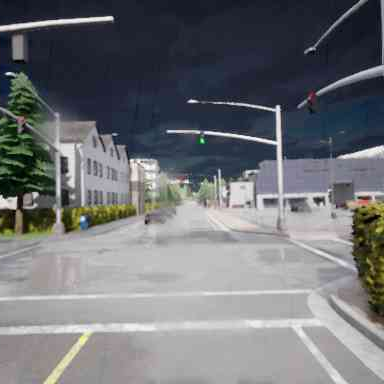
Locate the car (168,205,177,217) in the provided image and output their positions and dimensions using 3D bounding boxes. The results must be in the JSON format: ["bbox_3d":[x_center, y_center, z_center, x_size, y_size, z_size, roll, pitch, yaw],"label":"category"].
[{"bbox_3d":[-3.522,2.630,43.339,2.128,1.511,4.902,-1,-1,0],"label":"car"}]

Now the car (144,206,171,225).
[{"bbox_3d":[-3.552,2.423,33.045,2.033,1.411,5.357,-1,-1,0],"label":"car"}]

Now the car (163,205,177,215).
[{"bbox_3d":[-3.458,2.908,53.748,1.837,1.490,4.892,-1,-1,0],"label":"car"}]

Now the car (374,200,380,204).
[{"bbox_3d":[22.435,1.621,37.585,1.932,1.855,4.605,-1,-1,0],"label":"car"}]

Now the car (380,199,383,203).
[{"bbox_3d":[19.153,1.482,29.716,1.905,1.878,3.866,-1,-1,0],"label":"car"}]

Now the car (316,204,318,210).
[{"bbox_3d":[19.153,2.276,54.632,1.970,1.475,3.806,-1,-1,0],"label":"car"}]

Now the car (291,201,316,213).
[{"bbox_3d":[15.496,2.254,47.580,2.007,1.523,4.514,-1,-1,0],"label":"car"}]

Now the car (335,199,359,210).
[{"bbox_3d":[25.566,2.042,54.965,2.152,1.636,5.027,-1,-1,0],"label":"car"}]
